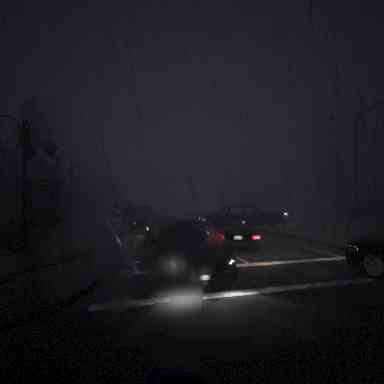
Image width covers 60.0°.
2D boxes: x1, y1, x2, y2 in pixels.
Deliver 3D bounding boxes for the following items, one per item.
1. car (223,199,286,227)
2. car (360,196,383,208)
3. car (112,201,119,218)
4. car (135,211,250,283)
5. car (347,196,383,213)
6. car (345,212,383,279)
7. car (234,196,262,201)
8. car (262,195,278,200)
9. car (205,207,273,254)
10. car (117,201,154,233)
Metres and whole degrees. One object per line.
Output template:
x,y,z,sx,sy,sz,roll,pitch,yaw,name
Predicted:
2.856,1.467,19.896,5.357,1.411,2.033,-3,1,-15,car
23.953,1.274,43.138,1.845,1.501,3.633,0,0,-17,car
-6.233,1.515,30.094,2.033,1.411,5.357,0,0,-17,car
-0.371,1.543,10.098,2.033,1.411,5.357,0,0,-15,car
15.622,1.356,29.164,1.970,1.475,3.806,0,0,-17,car
6.522,1.475,8.224,5.008,1.535,1.882,0,0,40,car
7.412,1.288,46.134,2.007,1.523,4.514,0,0,-17,car
10.402,1.278,47.086,2.152,1.636,5.027,0,0,-17,car
1.354,1.538,13.390,2.033,1.411,5.357,0,0,-4,car
-3.089,1.529,19.937,2.033,1.411,5.357,0,0,-17,car
